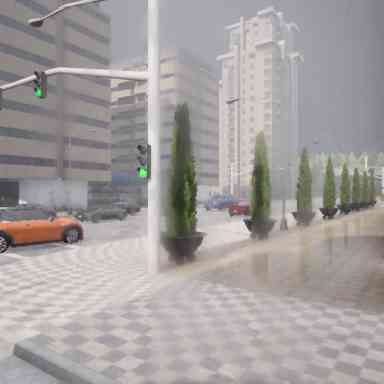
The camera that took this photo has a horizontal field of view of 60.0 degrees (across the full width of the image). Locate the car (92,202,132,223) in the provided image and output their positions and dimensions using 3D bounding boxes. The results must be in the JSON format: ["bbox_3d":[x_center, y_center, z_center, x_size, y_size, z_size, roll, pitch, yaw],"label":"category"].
[{"bbox_3d":[-7.101,1.619,26.090,1.994,1.385,4.181,0,0,35],"label":"car"}]

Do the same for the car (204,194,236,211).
[{"bbox_3d":[3.740,1.277,41.800,2.150,2.045,5.566,0,0,35],"label":"car"}]

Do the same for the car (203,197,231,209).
[{"bbox_3d":[3.649,1.560,47.808,1.837,1.490,4.892,0,0,35],"label":"car"}]

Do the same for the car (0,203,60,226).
[{"bbox_3d":[-12.370,1.581,24.573,1.812,1.442,4.674,0,0,34],"label":"car"}]

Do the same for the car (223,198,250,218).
[{"bbox_3d":[5.233,1.533,31.324,1.882,1.535,5.008,0,0,34],"label":"car"}]

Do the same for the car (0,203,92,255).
[{"bbox_3d":[-6.812,1.396,13.815,2.097,1.767,4.553,0,-1,35],"label":"car"}]

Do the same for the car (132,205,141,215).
[{"bbox_3d":[-7.226,1.656,32.078,1.895,1.301,4.718,0,0,35],"label":"car"}]
